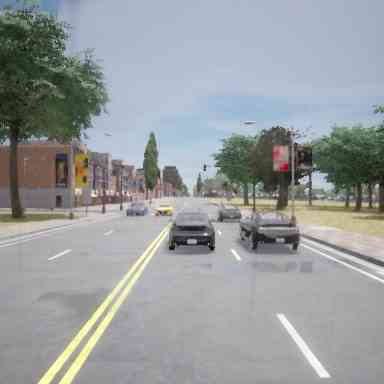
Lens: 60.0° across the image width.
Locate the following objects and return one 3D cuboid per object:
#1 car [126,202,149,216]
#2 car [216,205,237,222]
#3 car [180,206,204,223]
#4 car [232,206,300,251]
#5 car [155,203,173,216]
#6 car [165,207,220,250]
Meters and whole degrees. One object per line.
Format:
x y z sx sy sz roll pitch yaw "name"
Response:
-6.500 1.978 39.900 2.097 1.767 4.553 0 -1 0 "car"
3.250 1.855 29.663 2.128 1.511 4.902 0 -1 0 "car"
0.000 1.977 29.690 1.895 1.301 4.718 0 -1 0 "car"
3.250 1.592 14.659 2.128 1.511 4.902 0 -1 0 "car"
-3.250 2.085 39.867 1.882 1.535 5.008 0 -1 0 "car"
0.000 1.614 14.659 1.837 1.490 4.892 0 -1 0 "car"
